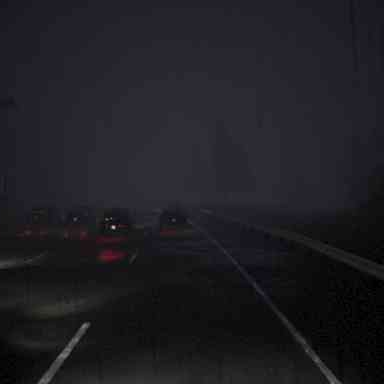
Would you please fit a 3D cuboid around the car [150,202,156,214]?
[{"bbox_3d":[-4.106,1.939,41.048,1.812,1.442,4.674,0,-1,-11],"label":"car"}]

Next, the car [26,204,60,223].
[{"bbox_3d":[-12.590,1.805,28.507,2.128,1.511,4.902,0,-1,-8],"label":"car"}]

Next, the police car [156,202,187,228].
[{"bbox_3d":[-1.455,1.667,24.289,1.930,1.638,5.238,0,0,-6],"label":"police car"}]

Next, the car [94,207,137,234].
[{"bbox_3d":[-4.593,1.722,20.844,1.837,1.490,4.892,0,-1,-6],"label":"car"}]

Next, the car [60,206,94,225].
[{"bbox_3d":[-8.767,1.808,26.394,1.812,1.442,4.674,0,-1,-7],"label":"car"}]
